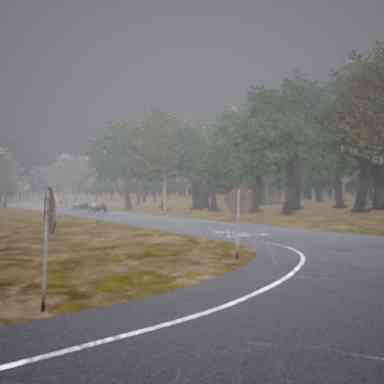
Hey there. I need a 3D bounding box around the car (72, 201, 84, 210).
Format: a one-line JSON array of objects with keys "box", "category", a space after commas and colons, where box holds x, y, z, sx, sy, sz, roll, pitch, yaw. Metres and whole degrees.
[{"box": [-19.273, 2.421, 57.592, 1.837, 1.490, 4.892, 2, -2, -34], "category": "car"}]

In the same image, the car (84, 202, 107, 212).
[{"box": [-14.354, 2.273, 50.432, 1.837, 1.490, 4.892, 2, -2, -34], "category": "car"}]
